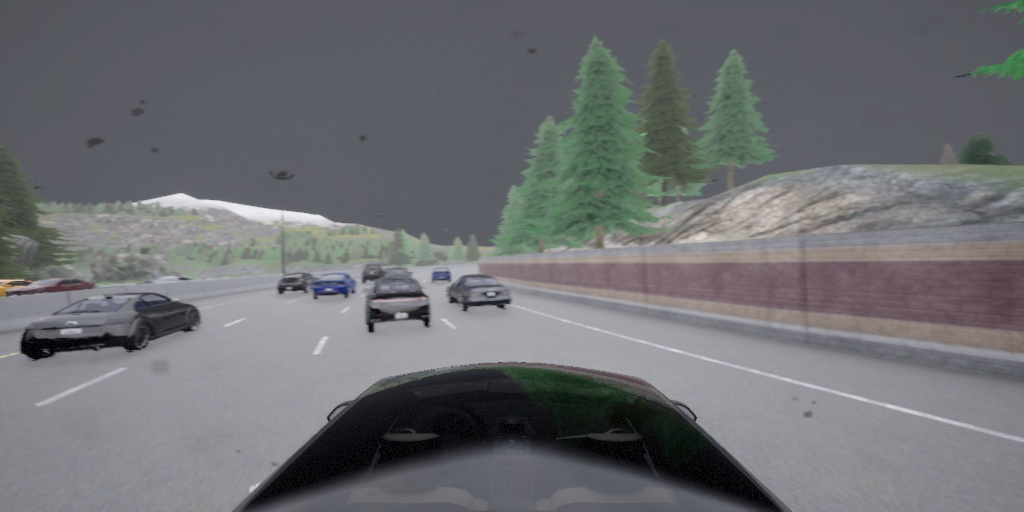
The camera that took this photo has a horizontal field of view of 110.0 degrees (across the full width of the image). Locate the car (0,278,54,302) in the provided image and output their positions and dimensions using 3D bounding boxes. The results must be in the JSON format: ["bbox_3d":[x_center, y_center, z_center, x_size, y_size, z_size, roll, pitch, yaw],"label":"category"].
[{"bbox_3d":[-37.405,2.509,26.337,1.882,1.535,5.008,-1,-1,-12],"label":"car"}]

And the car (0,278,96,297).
[{"bbox_3d":[-33.867,2.422,26.503,1.882,1.535,5.008,-1,-1,-12],"label":"car"}]

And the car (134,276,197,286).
[{"bbox_3d":[-27.152,2.329,28.544,1.812,1.442,4.674,-1,-1,-11],"label":"car"}]

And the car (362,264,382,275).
[{"bbox_3d":[-14.668,1.857,39.021,2.150,2.045,5.566,-1,0,-9],"label":"car"}]

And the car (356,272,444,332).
[{"bbox_3d":[-3.922,1.483,12.116,2.128,1.511,4.902,-1,-1,-21],"label":"car"}]

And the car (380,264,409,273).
[{"bbox_3d":[-9.201,1.713,29.311,2.097,1.767,4.553,-1,-1,-14],"label":"car"}]

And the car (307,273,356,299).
[{"bbox_3d":[-11.093,1.796,22.692,1.882,1.535,5.008,-1,-1,-16],"label":"car"}]

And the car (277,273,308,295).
[{"bbox_3d":[-15.806,1.998,26.803,1.837,1.490,4.892,-1,-1,-14],"label":"car"}]

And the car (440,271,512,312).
[{"bbox_3d":[-1.630,1.533,15.855,2.033,1.411,5.357,-1,-1,-20],"label":"car"}]

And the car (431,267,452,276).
[{"bbox_3d":[-7.152,1.887,36.529,1.882,1.535,5.008,-1,-1,-11],"label":"car"}]

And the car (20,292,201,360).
[{"bbox_3d":[-10.527,1.691,9.849,1.994,1.385,4.181,-1,-1,-21],"label":"car"}]
